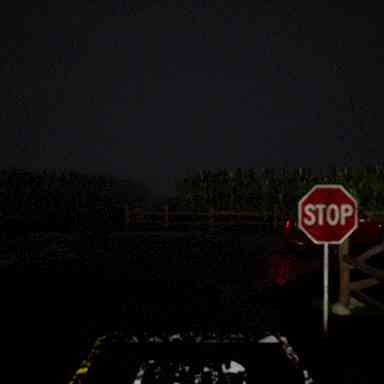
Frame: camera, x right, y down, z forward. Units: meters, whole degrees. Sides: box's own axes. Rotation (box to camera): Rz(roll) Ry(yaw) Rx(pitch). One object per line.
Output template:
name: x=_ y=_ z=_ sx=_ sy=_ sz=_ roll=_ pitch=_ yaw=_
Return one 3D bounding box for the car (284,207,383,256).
car: x=5.885 y=1.308 z=13.132 sx=4.553 sy=1.767 sz=2.097 roll=-1 pitch=1 yaw=-29
